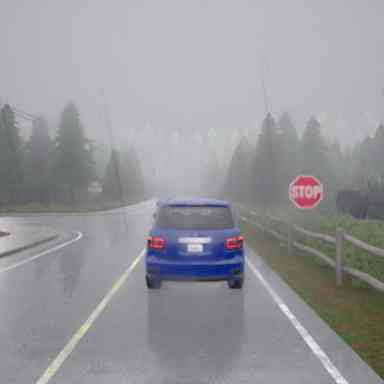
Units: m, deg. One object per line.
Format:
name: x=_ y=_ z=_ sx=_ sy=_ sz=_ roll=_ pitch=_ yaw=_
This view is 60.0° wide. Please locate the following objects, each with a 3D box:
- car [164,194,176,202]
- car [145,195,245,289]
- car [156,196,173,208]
car: x=-3.968 y=1.158 z=61.222 sx=1.994 sy=1.385 sz=4.181 roll=0 pitch=0 yaw=-1
car: x=0.071 y=1.159 z=9.117 sx=2.150 sy=2.045 sz=5.566 roll=0 pitch=0 yaw=0
car: x=-3.622 y=1.265 z=44.102 sx=1.994 sy=1.385 sz=4.181 roll=0 pitch=0 yaw=0
